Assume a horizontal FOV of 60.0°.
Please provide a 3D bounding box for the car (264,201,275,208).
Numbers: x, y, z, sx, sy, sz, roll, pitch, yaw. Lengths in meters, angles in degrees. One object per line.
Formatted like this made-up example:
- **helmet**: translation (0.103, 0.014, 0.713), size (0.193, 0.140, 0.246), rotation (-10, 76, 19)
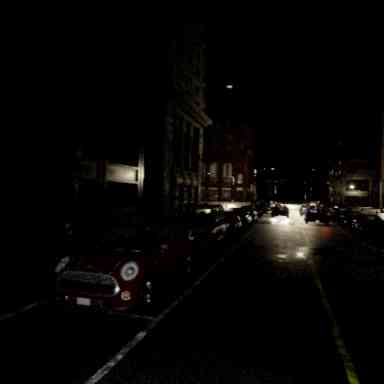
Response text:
- **car**: translation (15.725, 2.480, 67.399), size (2.008, 1.369, 4.403), rotation (2, 0, 16)

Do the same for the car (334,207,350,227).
- **car**: translation (13.047, 2.169, 27.127), size (1.802, 1.307, 4.206), rotation (2, 0, 16)

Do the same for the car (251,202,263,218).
- **car**: translation (4.856, 1.878, 29.473), size (2.008, 1.369, 4.403), rotation (2, 0, 16)

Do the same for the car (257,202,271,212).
- **car**: translation (11.067, 2.249, 51.145), size (1.802, 1.307, 4.206), rotation (2, 0, 16)

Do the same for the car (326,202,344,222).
- **car**: translation (14.604, 2.111, 32.546), size (1.967, 1.590, 4.097), rotation (2, 0, 16)

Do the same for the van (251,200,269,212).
- **van**: translation (7.968, 1.837, 40.311), size (1.690, 1.788, 3.998), rotation (2, 0, 16)

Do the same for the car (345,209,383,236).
- **car**: translation (11.494, 2.086, 21.709), size (1.802, 1.307, 4.206), rotation (2, 0, 16)

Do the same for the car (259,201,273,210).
- **car**: translation (12.620, 2.320, 56.563), size (1.947, 1.339, 4.313), rotation (2, 0, 16)

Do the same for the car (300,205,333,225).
- **car**: translation (10.881, 2.128, 29.299), size (1.895, 1.301, 4.718), rotation (2, 0, 16)

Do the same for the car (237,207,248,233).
- **car**: translation (1.750, 1.728, 18.638), size (1.947, 1.339, 4.313), rotation (2, 0, 16)

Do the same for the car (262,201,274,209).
- **car**: translation (14.172, 2.407, 61.980), size (1.947, 1.339, 4.313), rotation (2, 0, 16)

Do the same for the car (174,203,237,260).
- **car**: translation (0.205, 1.396, 13.222), size (2.192, 1.841, 5.009), rotation (2, 0, 16)

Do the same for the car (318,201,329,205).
- **car**: translation (17.712, 2.156, 43.380), size (2.192, 1.841, 5.009), rotation (2, 0, 16)

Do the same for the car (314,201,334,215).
- **car**: translation (19.265, 2.242, 48.798), size (2.192, 1.841, 5.009), rotation (2, 0, 16)

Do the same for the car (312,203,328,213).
- **car**: translation (20.810, 2.580, 54.214), size (1.947, 1.339, 4.313), rotation (2, 0, 16)

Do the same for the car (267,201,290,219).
- **car**: translation (9.712, 2.079, 36.484), size (2.033, 1.411, 5.357), rotation (2, 0, 16)

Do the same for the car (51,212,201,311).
- **car**: translation (-1.352, 1.439, 7.802), size (1.967, 1.590, 4.097), rotation (2, 0, 16)

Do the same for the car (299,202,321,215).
- **car**: translation (13.805, 2.235, 39.752), size (2.033, 1.411, 5.357), rotation (2, 0, 16)

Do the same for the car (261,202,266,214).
- **car**: translation (6.408, 1.993, 34.892), size (1.802, 1.307, 4.206), rotation (2, 0, 16)

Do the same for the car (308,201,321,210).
- **car**: translation (23.919, 2.630, 65.049), size (1.967, 1.590, 4.097), rotation (2, 0, 16)

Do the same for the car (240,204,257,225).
- **car**: translation (3.303, 1.810, 24.056), size (1.947, 1.339, 4.313), rotation (2, 0, 16)
